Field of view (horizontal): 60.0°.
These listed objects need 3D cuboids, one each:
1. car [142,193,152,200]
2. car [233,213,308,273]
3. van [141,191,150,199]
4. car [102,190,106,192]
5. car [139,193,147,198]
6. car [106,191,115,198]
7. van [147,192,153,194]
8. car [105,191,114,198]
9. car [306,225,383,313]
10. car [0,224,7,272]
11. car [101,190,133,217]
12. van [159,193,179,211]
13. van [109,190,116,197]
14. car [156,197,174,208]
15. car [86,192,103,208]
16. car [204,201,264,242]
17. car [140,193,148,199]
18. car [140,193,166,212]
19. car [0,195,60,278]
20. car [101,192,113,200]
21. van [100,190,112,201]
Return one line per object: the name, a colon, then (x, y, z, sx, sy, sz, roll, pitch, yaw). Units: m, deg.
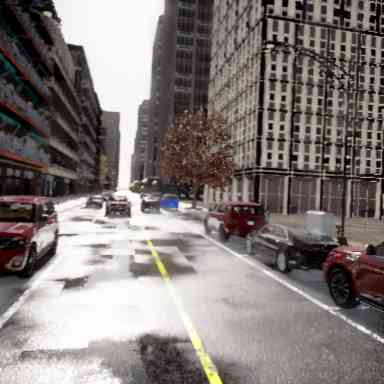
car: (-10.519, 1.054, 77.564, 2.008, 1.369, 4.403, 3, 0, -12)
car: (3.146, 1.682, 10.998, 2.008, 1.369, 4.403, 3, 0, -12)
van: (-11.648, 0.805, 83.113, 1.690, 1.788, 3.998, 3, 0, -12)
car: (-14.162, 0.853, 53.689, 1.947, 1.339, 4.313, 3, 0, -12)
car: (-13.937, 0.935, 94.209, 2.008, 1.369, 4.403, 3, 0, -12)
car: (-19.858, 0.621, 81.426, 2.008, 1.369, 4.403, 3, 0, -12)
van: (-5.952, 1.022, 55.376, 1.690, 1.788, 3.998, 3, 0, -12)
car: (-18.683, 0.636, 75.711, 1.752, 1.417, 4.829, 3, 0, -12)
car: (4.296, 1.511, 5.451, 2.192, 1.841, 5.009, 3, 0, -12)
car: (-3.880, 1.330, 3.598, 1.752, 1.417, 4.829, 3, 0, -12)
car: (-6.059, 1.025, 27.600, 2.097, 1.767, 4.553, 3, 0, -12)
van: (-2.536, 1.182, 38.735, 1.690, 1.788, 3.998, 3, 0, -12)
van: (-22.126, 0.332, 92.523, 1.690, 1.788, 3.998, 3, 0, -12)
car: (-3.687, 1.369, 44.283, 1.802, 1.307, 4.206, 3, 0, -12)
car: (-10.747, 1.013, 37.047, 1.947, 1.339, 4.313, 3, 0, -12)
car: (2.020, 1.385, 16.544, 2.192, 1.841, 5.009, 3, 0, -12)
car: (-12.797, 0.969, 88.660, 1.887, 1.381, 4.507, 3, 0, -12)
car: (-4.408, 1.243, 34.910, 2.128, 1.511, 4.902, 3, 0, -12)
car: (-5.041, 1.053, 9.312, 2.192, 1.841, 5.009, 3, 0, -12)
car: (-16.440, 0.743, 64.783, 2.008, 1.369, 4.403, 3, 0, -12)
van: (-15.290, 0.579, 59.238, 1.690, 1.788, 3.998, 3, 0, -12)
